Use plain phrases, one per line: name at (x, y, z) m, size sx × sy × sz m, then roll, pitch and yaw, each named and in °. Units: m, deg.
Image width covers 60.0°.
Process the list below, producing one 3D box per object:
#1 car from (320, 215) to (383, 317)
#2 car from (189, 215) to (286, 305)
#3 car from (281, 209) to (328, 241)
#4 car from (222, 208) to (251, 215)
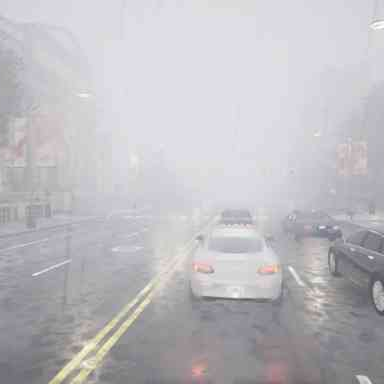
car at (4.469, 1.505, 7.326) m, size 1.837 × 1.490 × 4.892 m, roll 0°, pitch 0°, yaw 7°
car at (1.034, 1.526, 8.031) m, size 1.812 × 1.442 × 4.674 m, roll 0°, pitch 0°, yaw 7°
car at (5.759, 1.547, 16.597) m, size 2.033 × 1.411 × 5.357 m, roll 0°, pitch 0°, yaw 6°
car at (2.322, 1.547, 17.488) m, size 2.033 × 1.411 × 5.357 m, roll 0°, pitch 0°, yaw 8°
